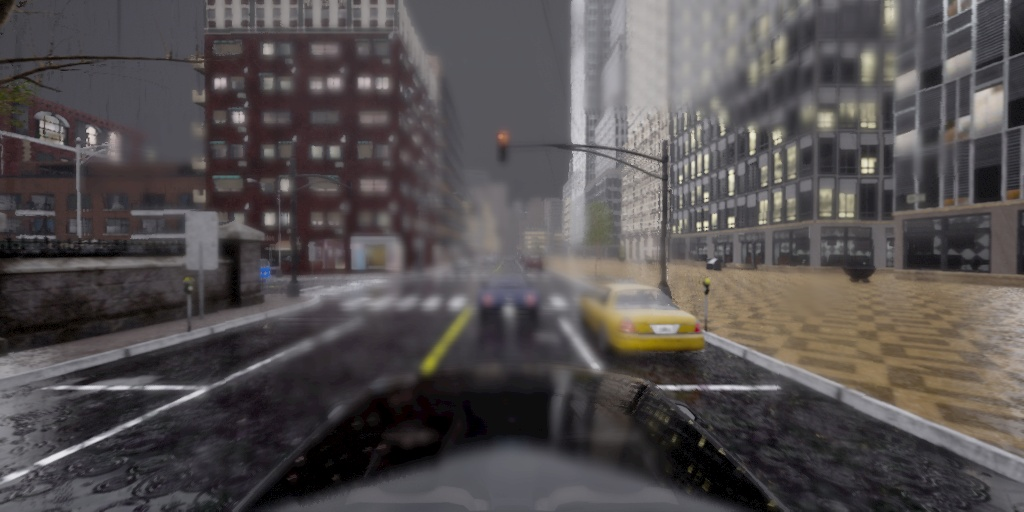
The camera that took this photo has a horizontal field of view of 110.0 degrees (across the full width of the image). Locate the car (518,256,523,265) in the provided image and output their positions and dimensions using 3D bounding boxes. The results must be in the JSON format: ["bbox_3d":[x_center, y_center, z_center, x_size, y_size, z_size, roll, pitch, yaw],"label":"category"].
[{"bbox_3d":[2.690,0.654,62.949,2.192,1.841,5.009,0,0,0],"label":"car"}]

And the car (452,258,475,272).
[{"bbox_3d":[-5.690,1.025,40.845,2.007,1.370,4.403,0,0,0],"label":"car"}]

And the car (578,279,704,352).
[{"bbox_3d":[2.689,1.226,8.603,1.751,1.417,4.829,0,0,0],"label":"car"}]

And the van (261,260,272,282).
[{"bbox_3d":[-20.767,1.202,27.607,3.998,1.789,1.690,0,0,-1],"label":"van"}]

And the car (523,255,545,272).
[{"bbox_3d":[2.690,0.789,40.844,2.192,1.841,5.009,0,0,0],"label":"car"}]

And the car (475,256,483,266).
[{"bbox_3d":[-5.690,0.922,57.424,2.007,1.370,4.403,0,0,0],"label":"car"}]

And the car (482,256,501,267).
[{"bbox_3d":[-3.071,0.914,54.472,1.812,1.442,4.674,0,0,0],"label":"car"}]

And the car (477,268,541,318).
[{"bbox_3d":[-0.195,1.277,12.610,1.895,1.301,4.718,0,0,-3],"label":"car"}]
